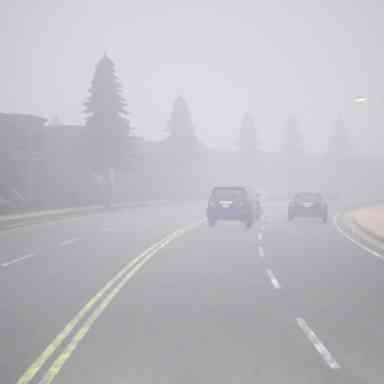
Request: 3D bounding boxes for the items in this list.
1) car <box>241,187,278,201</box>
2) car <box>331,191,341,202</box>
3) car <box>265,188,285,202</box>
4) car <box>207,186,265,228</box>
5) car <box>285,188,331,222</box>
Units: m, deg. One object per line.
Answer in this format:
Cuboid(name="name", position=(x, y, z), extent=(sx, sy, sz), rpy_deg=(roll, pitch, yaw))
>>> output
Cuboid(name="car", position=(8.207, 0.221, 40.345), extent=(5.008, 1.535, 1.882), rpy_deg=(-2, 2, -44))
Cuboid(name="car", position=(14.486, 0.409, 36.619), extent=(5.357, 1.411, 2.033), rpy_deg=(-2, 2, -42))
Cuboid(name="car", position=(10.347, 0.335, 37.574), extent=(4.892, 1.490, 1.837), rpy_deg=(-2, 2, -44))
Cuboid(name="car", position=(2.395, 0.660, 17.938), extent=(2.150, 2.045, 5.566), rpy_deg=(0, 2, 18))
Cuboid(name="car", position=(7.106, 0.720, 20.203), extent=(2.097, 1.767, 4.553), rpy_deg=(1, 2, 22))
